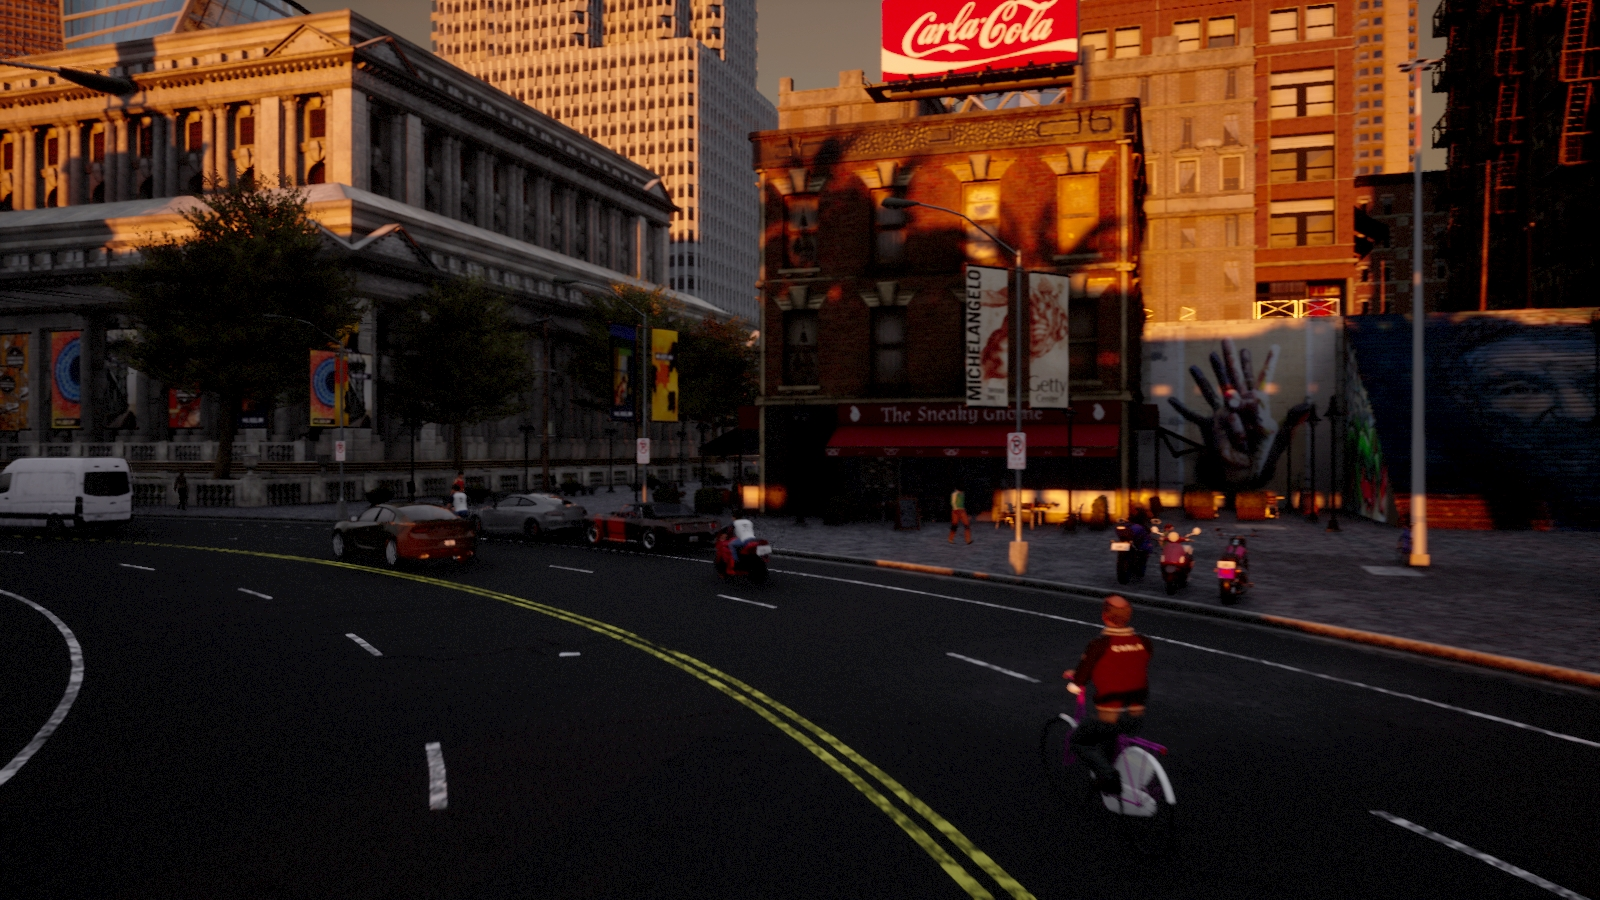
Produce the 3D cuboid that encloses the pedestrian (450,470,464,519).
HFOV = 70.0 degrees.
[{"bbox_3d":[-13.147,1.705,43.774,0.375,1.860,0.375,0,0,26],"label":"pedestrian"}]

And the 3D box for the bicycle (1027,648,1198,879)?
[{"bbox_3d":[2.235,2.209,8.390,0.329,1.171,1.835,-2,1,-14],"label":"bicycle"}]

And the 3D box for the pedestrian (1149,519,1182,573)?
[{"bbox_3d":[7.912,2.073,24.734,0.500,1.100,0.500,0,0,-36],"label":"pedestrian"}]

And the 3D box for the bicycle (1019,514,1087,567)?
[{"bbox_3d":[6.204,2.204,28.070,1.643,1.196,0.373,0,0,40],"label":"bicycle"}]

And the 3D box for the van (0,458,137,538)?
[{"bbox_3d":[-25.457,1.548,38.810,5.915,2.561,1.988,0,0,24],"label":"van"}]

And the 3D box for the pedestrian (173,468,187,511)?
[{"bbox_3d":[-26.965,1.712,49.702,0.375,1.860,0.375,0,0,23],"label":"pedestrian"}]

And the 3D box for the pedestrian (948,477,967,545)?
[{"bbox_3d":[4.380,1.696,31.711,0.375,1.860,0.375,0,0,-28],"label":"pedestrian"}]

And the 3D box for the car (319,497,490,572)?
[{"bbox_3d":[-10.019,2.040,28.735,2.097,1.535,5.006,0,0,-45],"label":"car"}]
